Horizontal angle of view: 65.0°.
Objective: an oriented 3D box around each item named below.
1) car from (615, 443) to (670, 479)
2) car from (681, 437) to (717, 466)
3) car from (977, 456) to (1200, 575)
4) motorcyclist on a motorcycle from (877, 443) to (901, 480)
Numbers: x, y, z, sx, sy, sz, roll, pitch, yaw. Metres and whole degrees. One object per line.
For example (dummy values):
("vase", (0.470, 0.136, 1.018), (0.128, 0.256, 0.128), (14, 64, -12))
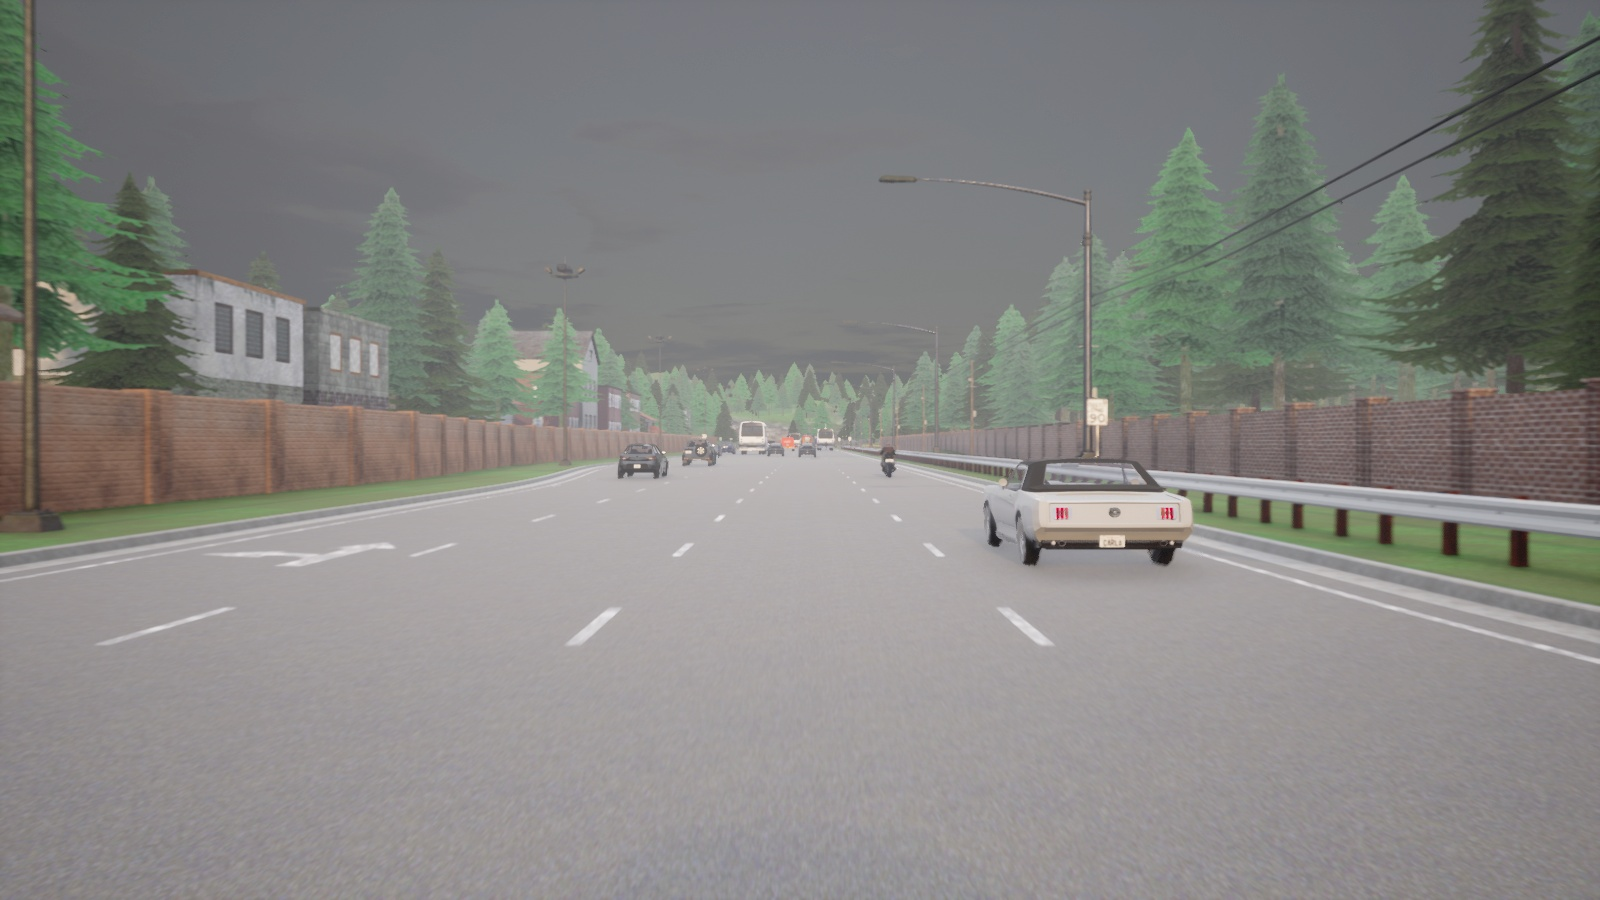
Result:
("car", (-6.678, 0.450, 53.703), (1.816, 1.474, 4.193), (0, 0, 0))
("car", (-6.518, 0.094, 81.665), (1.932, 1.855, 4.605), (0, 0, 0))
("car", (3.610, 0.755, 16.648), (1.895, 1.301, 4.718), (0, 0, 0))
("motorcyclist on a motorcycle", (3.825, 0.477, 54.197), (0.866, 1.530, 2.191), (0, 0, 0))
